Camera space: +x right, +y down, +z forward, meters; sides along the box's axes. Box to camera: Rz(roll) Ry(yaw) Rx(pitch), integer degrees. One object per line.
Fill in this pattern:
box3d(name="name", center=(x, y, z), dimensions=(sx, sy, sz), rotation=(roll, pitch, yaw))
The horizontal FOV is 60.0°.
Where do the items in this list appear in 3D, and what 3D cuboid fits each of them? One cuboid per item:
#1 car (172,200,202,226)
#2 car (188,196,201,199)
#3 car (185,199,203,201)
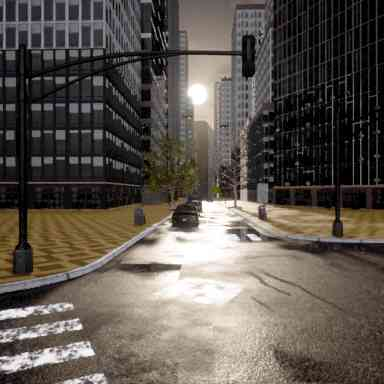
box3d(name="car", center=(-0.427, 1.654, 25.409), dimensions=(1.882, 1.535, 5.008), rotation=(0, 0, 2))
box3d(name="car", center=(0.328, 1.554, 46.274), dimensions=(2.150, 2.045, 5.566), rotation=(0, 0, 2))
box3d(name="car", center=(-0.056, 1.777, 35.621), dimensions=(1.812, 1.442, 4.674), rotation=(0, 0, 2))
